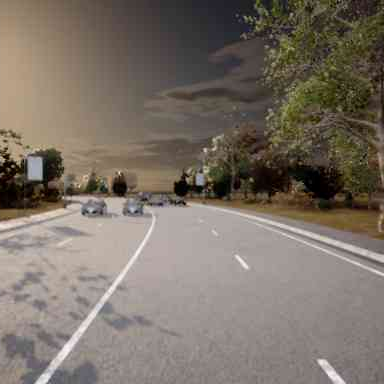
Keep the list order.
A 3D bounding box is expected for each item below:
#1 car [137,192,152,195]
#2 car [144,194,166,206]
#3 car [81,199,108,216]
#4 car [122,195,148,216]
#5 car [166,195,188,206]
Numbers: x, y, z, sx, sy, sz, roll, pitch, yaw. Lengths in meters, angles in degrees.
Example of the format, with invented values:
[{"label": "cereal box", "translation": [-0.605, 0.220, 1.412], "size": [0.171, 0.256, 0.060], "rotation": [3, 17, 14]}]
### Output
[{"label": "car", "translation": [-8.386, 0.978, 58.690], "size": [2.150, 2.045, 5.566], "rotation": [0, 0, -19]}, {"label": "car", "translation": [-5.534, 1.364, 49.266], "size": [1.994, 1.385, 4.181], "rotation": [0, 0, -15]}, {"label": "car", "translation": [-8.928, 1.372, 30.765], "size": [2.128, 1.511, 4.902], "rotation": [0, 0, -7]}, {"label": "car", "translation": [-5.473, 1.370, 31.327], "size": [2.128, 1.511, 4.902], "rotation": [0, 0, -7]}, {"label": "car", "translation": [-2.118, 1.401, 50.028], "size": [1.895, 1.301, 4.718], "rotation": [0, 0, -15]}]
